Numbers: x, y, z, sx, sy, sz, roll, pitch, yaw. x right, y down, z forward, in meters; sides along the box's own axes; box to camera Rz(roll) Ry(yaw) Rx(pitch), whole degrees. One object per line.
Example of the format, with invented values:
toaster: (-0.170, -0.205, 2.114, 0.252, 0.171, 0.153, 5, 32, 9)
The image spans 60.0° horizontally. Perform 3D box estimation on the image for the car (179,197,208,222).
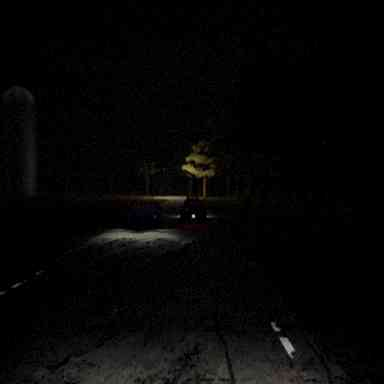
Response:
car: (0.097, 1.331, 24.441, 1.837, 1.490, 4.892, 0, 0, 0)

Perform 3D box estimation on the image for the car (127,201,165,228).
car: (-2.814, 1.328, 20.965, 1.882, 1.535, 5.008, 0, 0, 0)
